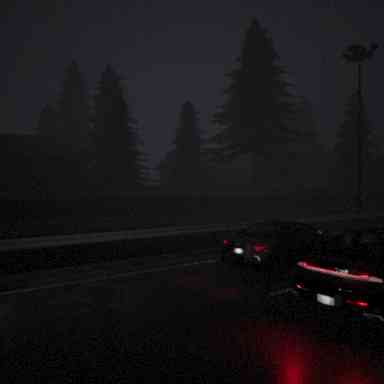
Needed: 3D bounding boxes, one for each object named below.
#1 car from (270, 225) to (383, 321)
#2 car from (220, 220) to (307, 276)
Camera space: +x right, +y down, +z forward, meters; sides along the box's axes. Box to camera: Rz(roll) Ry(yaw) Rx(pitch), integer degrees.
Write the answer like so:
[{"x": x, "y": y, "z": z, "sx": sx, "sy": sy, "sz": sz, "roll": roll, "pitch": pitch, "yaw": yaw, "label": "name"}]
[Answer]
[{"x": 4.086, "y": 1.480, "z": 6.662, "sx": 4.902, "sy": 1.511, "sz": 2.128, "roll": 0, "pitch": 0, "yaw": -35, "label": "car"}, {"x": 2.878, "y": 1.551, "z": 10.099, "sx": 4.181, "sy": 1.385, "sz": 1.994, "roll": 0, "pitch": 0, "yaw": -36, "label": "car"}]
